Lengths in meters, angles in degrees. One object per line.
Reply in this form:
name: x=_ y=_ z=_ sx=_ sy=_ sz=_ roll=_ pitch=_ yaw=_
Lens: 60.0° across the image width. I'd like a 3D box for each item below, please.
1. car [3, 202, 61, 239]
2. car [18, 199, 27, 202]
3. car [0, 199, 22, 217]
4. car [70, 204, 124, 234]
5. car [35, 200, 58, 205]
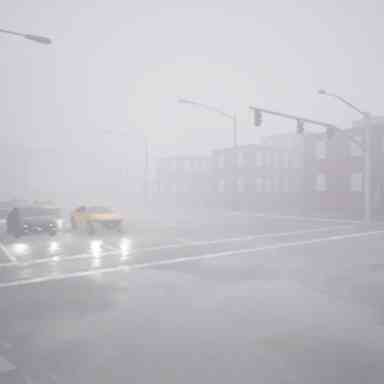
car: x=-8.567 y=1.505 z=17.649 sx=1.837 sy=1.490 sz=4.892 roll=0 pitch=0 yaw=-35
car: x=-22.881 y=1.578 z=44.071 sx=2.033 sy=1.411 sz=5.357 roll=0 pitch=0 yaw=-35
car: x=-16.258 y=1.561 z=28.510 sx=1.994 sy=1.385 sz=4.181 roll=0 pitch=0 yaw=-35
car: x=-5.664 y=1.480 z=19.602 sx=1.882 sy=1.535 sz=5.008 roll=0 pitch=0 yaw=-35
car: x=-13.654 y=1.479 z=30.890 sx=1.882 sy=1.535 sz=5.008 roll=0 pitch=0 yaw=-35
